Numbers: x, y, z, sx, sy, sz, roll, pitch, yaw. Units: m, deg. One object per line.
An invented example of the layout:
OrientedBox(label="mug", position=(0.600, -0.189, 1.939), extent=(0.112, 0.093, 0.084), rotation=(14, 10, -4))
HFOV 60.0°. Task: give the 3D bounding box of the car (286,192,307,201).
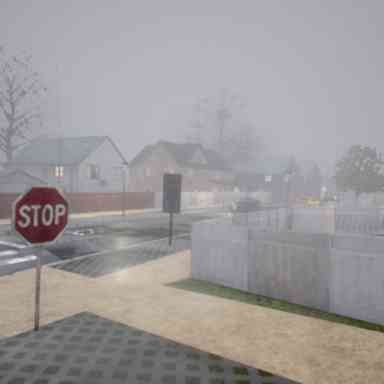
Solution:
OrientedBox(label="car", position=(15.038, 0.735, 47.132), extent=(2.097, 1.767, 4.553), rotation=(4, 3, 39))

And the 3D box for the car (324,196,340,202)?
OrientedBox(label="car", position=(20.929, 1.385, 49.963), extent=(2.128, 1.511, 4.902), rotation=(4, 3, 41))

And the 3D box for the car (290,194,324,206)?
OrientedBox(label="car", position=(14.629, 1.409, 42.092), extent=(1.882, 1.535, 5.008), rotation=(4, 3, 37))

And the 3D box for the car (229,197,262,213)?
OrientedBox(label="car", position=(5.606, 1.278, 34.708), extent=(2.128, 1.511, 4.902), rotation=(4, 2, 35))
